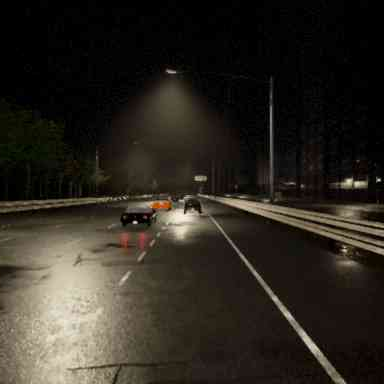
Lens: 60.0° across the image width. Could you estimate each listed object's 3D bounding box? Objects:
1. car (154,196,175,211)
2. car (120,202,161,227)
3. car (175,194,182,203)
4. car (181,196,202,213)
[{"bbox_3d":[-3.556,1.365,40.348,2.097,1.767,4.553,0,0,0],"label":"car"},{"bbox_3d":[-3.510,1.597,22.741,1.895,1.301,4.718,0,0,0],"label":"car"},{"bbox_3d":[-3.704,1.579,70.422,1.837,1.490,4.892,0,0,0],"label":"car"},{"bbox_3d":[0.056,1.520,37.359,1.837,1.490,4.892,0,0,0],"label":"car"}]
